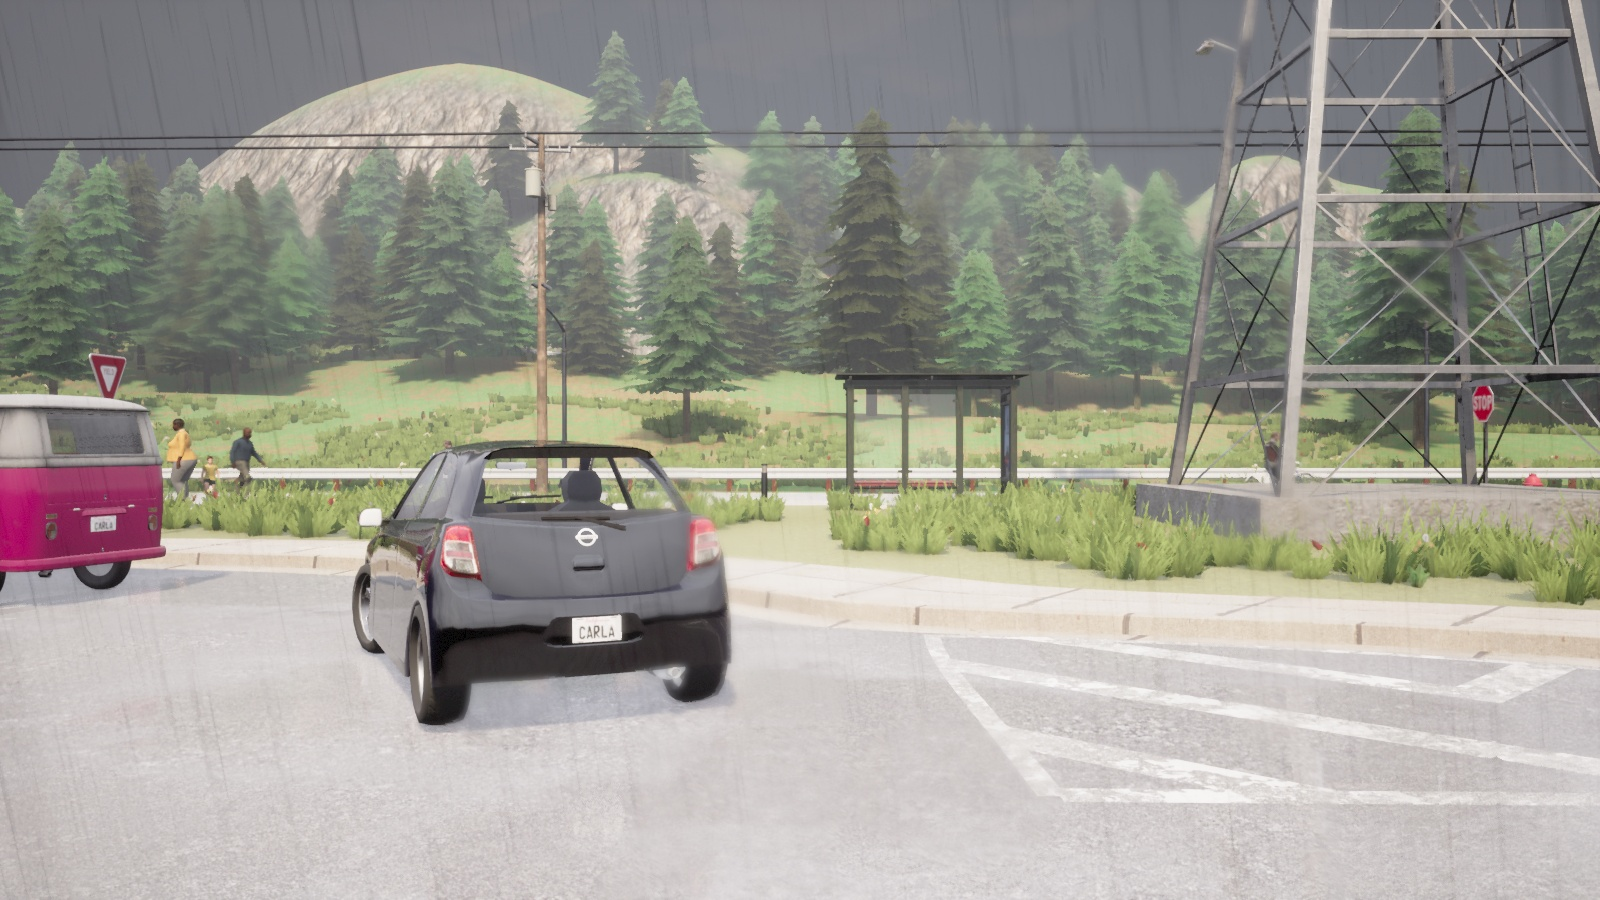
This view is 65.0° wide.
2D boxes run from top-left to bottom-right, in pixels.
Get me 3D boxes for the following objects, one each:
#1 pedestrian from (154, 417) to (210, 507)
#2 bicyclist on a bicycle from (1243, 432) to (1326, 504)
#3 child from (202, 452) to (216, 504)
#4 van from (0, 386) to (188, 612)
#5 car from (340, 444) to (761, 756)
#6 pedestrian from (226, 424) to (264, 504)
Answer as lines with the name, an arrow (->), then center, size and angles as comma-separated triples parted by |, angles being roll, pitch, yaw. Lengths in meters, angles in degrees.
pedestrian -> -12.899, 0.243, 26.226 | 0.900, 1.855, 0.874 | 0, 0, -16
bicyclist on a bicycle -> 12.194, 0.448, 31.648 | 1.843, 1.776, 0.659 | 0, 0, 1
child -> -12.919, 0.611, 27.444 | 0.255, 1.110, 0.394 | 0, 0, -30
van -> -8.610, 0.422, 12.534 | 4.442, 1.987, 1.775 | 0, 0, 16
car -> -1.817, 0.713, 8.088 | 1.845, 1.501, 3.633 | 0, 0, -25
pedestrian -> -12.929, 0.325, 29.253 | 0.726, 1.835, 0.370 | 0, 0, 16
